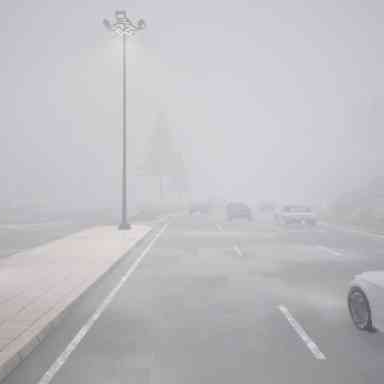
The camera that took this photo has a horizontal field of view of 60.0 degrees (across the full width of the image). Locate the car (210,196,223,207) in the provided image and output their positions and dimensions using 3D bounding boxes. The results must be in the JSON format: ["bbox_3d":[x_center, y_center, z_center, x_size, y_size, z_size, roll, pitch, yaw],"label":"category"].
[{"bbox_3d":[3.313,1.351,44.444,2.097,1.767,4.553,0,0,16],"label":"car"}]

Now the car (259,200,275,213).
[{"bbox_3d":[8.591,1.600,37.366,1.895,1.301,4.718,0,0,13],"label":"car"}]

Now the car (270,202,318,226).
[{"bbox_3d":[7.136,1.600,23.422,1.895,1.301,4.718,0,0,1],"label":"car"}]

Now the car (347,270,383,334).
[{"bbox_3d":[3.600,1.526,3.849,1.812,1.442,4.674,0,0,0],"label":"car"}]

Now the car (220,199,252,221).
[{"bbox_3d":[3.718,1.546,27.260,2.033,1.411,5.357,0,0,2],"label":"car"}]

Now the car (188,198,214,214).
[{"bbox_3d":[0.885,1.600,34.437,1.895,1.301,4.718,0,0,9],"label":"car"}]
